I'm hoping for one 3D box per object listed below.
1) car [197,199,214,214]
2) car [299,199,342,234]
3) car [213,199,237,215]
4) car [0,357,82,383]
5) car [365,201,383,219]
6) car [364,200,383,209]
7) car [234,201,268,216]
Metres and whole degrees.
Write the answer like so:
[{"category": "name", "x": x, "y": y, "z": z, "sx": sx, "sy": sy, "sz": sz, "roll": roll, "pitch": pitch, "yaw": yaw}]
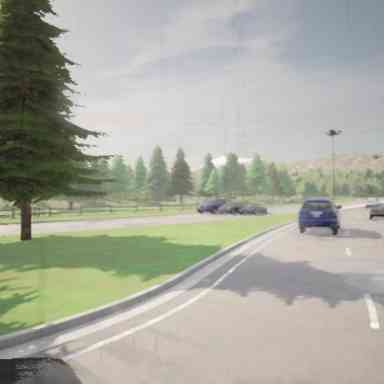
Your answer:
[{"category": "car", "x": 3.047, "y": 1.943, "z": 45.439, "sx": 2.150, "sy": 2.045, "sz": 5.566, "roll": -2, "pitch": -1, "yaw": 41}, {"category": "car", "x": 8.246, "y": 1.449, "z": 21.252, "sx": 2.150, "sy": 2.045, "sz": 5.566, "roll": -2, "pitch": -1, "yaw": 26}, {"category": "car", "x": 5.276, "y": 1.990, "z": 42.688, "sx": 2.097, "sy": 1.767, "sz": 4.553, "roll": -2, "pitch": -1, "yaw": 41}, {"category": "car", "x": -2.949, "y": 1.625, "z": 1.178, "sx": 5.357, "sy": 1.411, "sz": 2.033, "roll": 0, "pitch": -1, "yaw": -34}, {"category": "car", "x": 17.829, "y": 1.783, "z": 31.267, "sx": 2.033, "sy": 1.411, "sz": 5.357, "roll": -2, "pitch": -1, "yaw": 31}, {"category": "car", "x": 29.260, "y": 2.019, "z": 53.448, "sx": 1.895, "sy": 1.301, "sz": 4.718, "roll": -2, "pitch": -1, "yaw": 38}, {"category": "car", "x": 7.401, "y": 2.118, "z": 39.817, "sx": 1.994, "sy": 1.385, "sz": 4.181, "roll": -2, "pitch": -1, "yaw": 42}]
